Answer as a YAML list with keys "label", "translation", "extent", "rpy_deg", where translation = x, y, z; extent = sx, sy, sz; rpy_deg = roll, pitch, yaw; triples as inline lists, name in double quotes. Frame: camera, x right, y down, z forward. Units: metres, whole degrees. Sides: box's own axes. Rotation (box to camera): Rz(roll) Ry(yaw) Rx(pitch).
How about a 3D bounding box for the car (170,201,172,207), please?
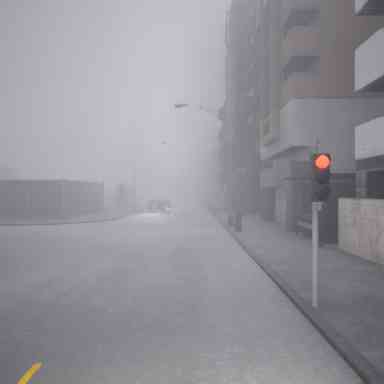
- label: "car"
  translation: [-4.104, 1.562, 49.288]
  extent: [1.994, 1.385, 4.181]
  rpy_deg: [0, 0, 0]

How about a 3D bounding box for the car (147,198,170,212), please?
- label: "car"
  translation: [-4.122, 1.490, 39.268]
  extent: [2.128, 1.511, 4.902]
  rpy_deg: [0, 0, 0]
